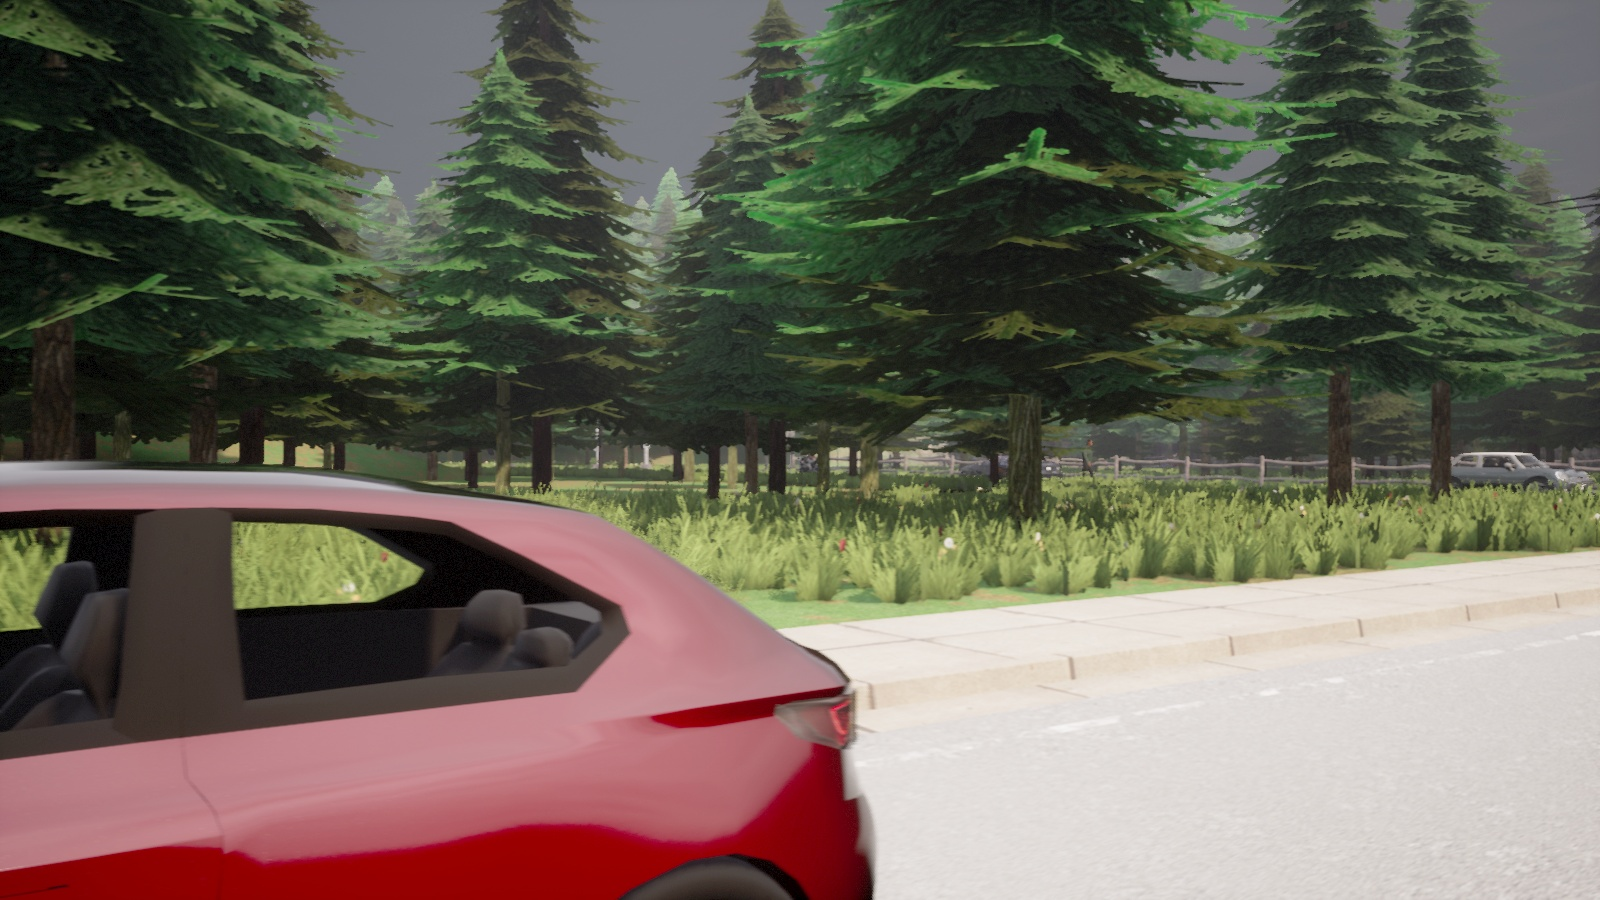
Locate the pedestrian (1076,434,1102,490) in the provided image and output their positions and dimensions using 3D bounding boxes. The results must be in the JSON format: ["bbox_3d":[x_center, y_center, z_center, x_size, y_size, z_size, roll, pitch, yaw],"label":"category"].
[{"bbox_3d":[10.205,0.424,44.334,0.423,1.949,0.788,0,0,-44],"label":"pedestrian"}]

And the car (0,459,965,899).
[{"bbox_3d":[-1.870,0.768,2.357,4.193,1.474,1.816,0,0,-35],"label":"car"}]

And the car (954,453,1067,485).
[{"bbox_3d":[9.688,0.851,58.288,2.033,1.411,5.357,0,0,-34],"label":"car"}]

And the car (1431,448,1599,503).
[{"bbox_3d":[20.360,0.687,35.725,1.970,1.475,3.806,0,0,-32],"label":"car"}]

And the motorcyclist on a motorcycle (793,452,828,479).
[{"bbox_3d":[0.598,0.891,71.893,0.866,1.530,2.191,0,0,-35],"label":"motorcyclist on a motorcycle"}]
